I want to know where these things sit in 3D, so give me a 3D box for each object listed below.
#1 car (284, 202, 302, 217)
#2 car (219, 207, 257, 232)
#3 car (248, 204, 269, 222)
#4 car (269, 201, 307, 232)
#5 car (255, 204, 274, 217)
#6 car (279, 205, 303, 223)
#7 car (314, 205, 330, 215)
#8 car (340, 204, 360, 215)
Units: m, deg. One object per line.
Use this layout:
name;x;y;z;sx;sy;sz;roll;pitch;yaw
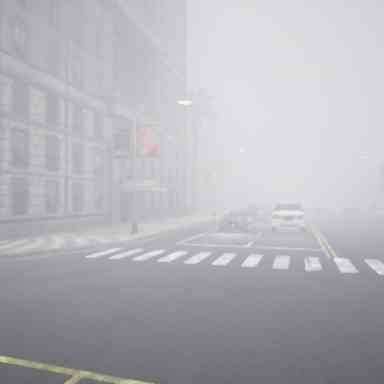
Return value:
car;13.197;2.175;43.216;2.097;1.767;4.553;-1;-1;18
car;3.263;2.037;23.838;1.994;1.385;4.181;-1;-1;17
car;6.369;2.010;33.632;2.097;1.767;4.553;-1;-1;18
car;6.936;1.680;23.885;2.150;2.045;5.566;-1;-1;16
car;9.609;2.322;43.534;1.882;1.535;5.008;-1;-1;19
car;9.997;2.131;33.462;2.128;1.511;4.902;-1;-1;18
car;17.835;2.460;45.917;1.895;1.301;4.718;-1;-1;18
car;21.035;2.342;44.455;1.812;1.442;4.674;-1;-1;18
